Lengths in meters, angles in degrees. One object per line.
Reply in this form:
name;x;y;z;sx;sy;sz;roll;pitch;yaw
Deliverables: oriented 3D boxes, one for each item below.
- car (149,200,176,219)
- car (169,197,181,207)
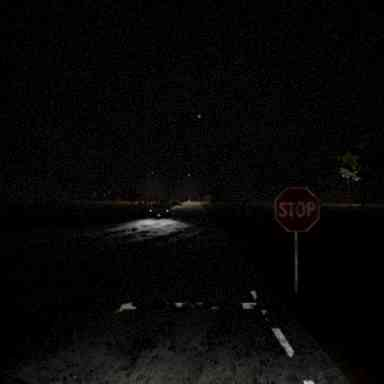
car;-2.778;1.654;30.100;1.895;1.301;4.718;0;0;0
car;-2.809;1.658;56.868;1.882;1.535;5.008;0;0;0
